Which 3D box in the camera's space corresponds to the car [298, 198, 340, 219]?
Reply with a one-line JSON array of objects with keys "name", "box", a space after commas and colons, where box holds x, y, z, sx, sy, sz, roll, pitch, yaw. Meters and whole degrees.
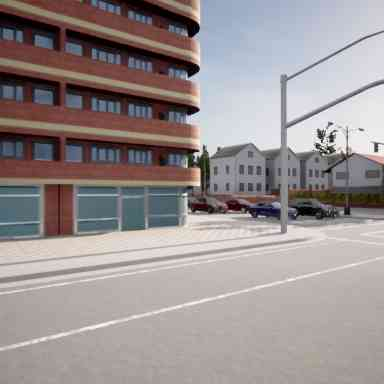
[{"name": "car", "box": [10.457, 1.352, 29.098, 2.097, 1.767, 4.553, 0, 0, -35]}]

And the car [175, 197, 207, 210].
[{"name": "car", "box": [-0.181, 1.505, 44.458, 1.837, 1.490, 4.892, 0, 0, -35]}]

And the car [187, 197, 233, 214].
[{"name": "car", "box": [1.825, 1.352, 35.399, 2.097, 1.767, 4.553, 0, 0, -34]}]

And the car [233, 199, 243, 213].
[{"name": "car", "box": [5.203, 1.478, 36.672, 1.882, 1.535, 5.008, 0, 0, -35]}]

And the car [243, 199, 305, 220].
[{"name": "car", "box": [6.823, 1.526, 28.204, 1.812, 1.442, 4.674, 0, 0, -35]}]
